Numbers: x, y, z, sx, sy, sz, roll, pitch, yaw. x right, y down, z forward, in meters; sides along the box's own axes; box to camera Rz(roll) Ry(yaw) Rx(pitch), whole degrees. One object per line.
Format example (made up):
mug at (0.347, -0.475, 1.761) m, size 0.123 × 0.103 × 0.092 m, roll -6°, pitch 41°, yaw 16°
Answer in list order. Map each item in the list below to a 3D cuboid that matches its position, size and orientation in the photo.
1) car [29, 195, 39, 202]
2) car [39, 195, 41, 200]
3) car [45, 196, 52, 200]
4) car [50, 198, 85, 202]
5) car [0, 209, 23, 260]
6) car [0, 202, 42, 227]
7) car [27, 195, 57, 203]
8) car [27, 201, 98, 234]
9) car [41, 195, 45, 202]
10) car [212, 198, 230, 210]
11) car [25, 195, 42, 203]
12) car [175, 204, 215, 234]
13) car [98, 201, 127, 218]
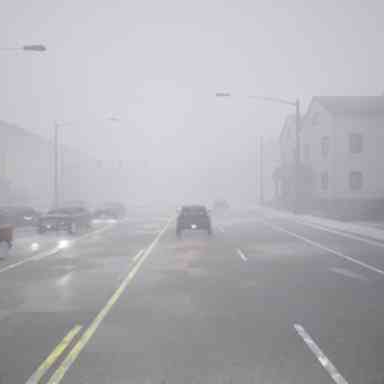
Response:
car at (-28.228, 1.197, 54.518) m, size 1.853 × 1.218 × 4.536 m, roll 0°, pitch 0°, yaw 44°
car at (-28.193, 1.355, 54.556) m, size 2.038 × 1.542 × 4.974 m, roll 0°, pitch 0°, yaw 44°
car at (-29.023, 1.179, 64.484) m, size 1.853 × 1.218 × 4.536 m, roll 0°, pitch 0°, yaw 29°
car at (-10.546, 1.451, 29.686) m, size 1.837 × 1.490 × 4.892 m, roll 0°, pitch 0°, yaw 0°
car at (-7.103, 1.460, 9.464) m, size 1.882 × 1.535 × 5.008 m, roll 0°, pitch 0°, yaw 0°
car at (-10.596, 1.512, 19.494) m, size 2.033 × 1.411 × 5.357 m, roll 0°, pitch 0°, yaw 0°
car at (-28.998, 1.337, 64.530) m, size 2.038 × 1.542 × 4.974 m, roll 0°, pitch 0°, yaw 29°
car at (-7.098, 1.470, 18.919) m, size 1.837 × 1.490 × 4.892 m, roll 0°, pitch 0°, yaw 0°
car at (-28.206, 1.346, 59.164) m, size 2.038 × 1.542 × 4.974 m, roll 0°, pitch 0°, yaw -36°
car at (3.549, 1.472, 41.103) m, size 2.033 × 1.411 × 5.357 m, roll 0°, pitch 0°, yaw 0°
car at (-28.237, 1.189, 59.205) m, size 1.853 × 1.218 × 4.536 m, roll 0°, pitch 0°, yaw -36°
car at (0.091, 1.469, 19.137) m, size 1.837 × 1.490 × 4.892 m, roll 0°, pitch 0°, yaw 0°
car at (-7.052, 1.494, 29.330) m, size 2.033 × 1.411 × 5.357 m, roll 0°, pitch 0°, yaw 1°
